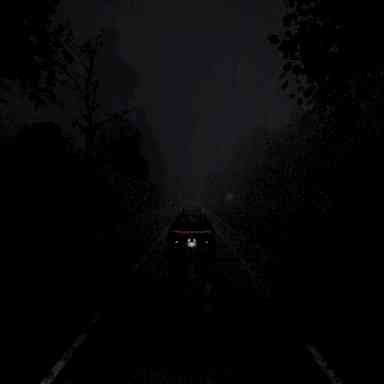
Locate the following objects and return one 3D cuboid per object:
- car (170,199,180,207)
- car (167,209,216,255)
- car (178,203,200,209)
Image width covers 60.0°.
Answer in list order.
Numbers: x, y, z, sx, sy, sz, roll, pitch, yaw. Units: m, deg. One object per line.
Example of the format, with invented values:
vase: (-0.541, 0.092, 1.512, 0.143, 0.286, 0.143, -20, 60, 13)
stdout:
car: (-3.542, 2.372, 71.055, 2.097, 1.767, 4.553, 0, -1, 0)
car: (-0.005, 1.688, 14.295, 2.128, 1.511, 4.902, 0, -1, 0)
car: (-0.012, 1.948, 29.470, 1.882, 1.535, 5.008, 0, -1, 0)
